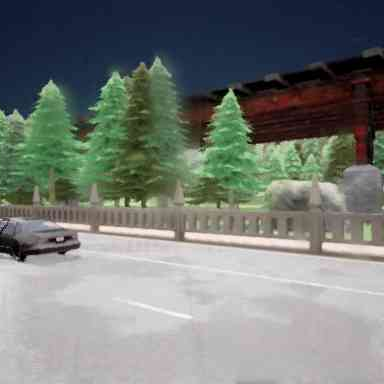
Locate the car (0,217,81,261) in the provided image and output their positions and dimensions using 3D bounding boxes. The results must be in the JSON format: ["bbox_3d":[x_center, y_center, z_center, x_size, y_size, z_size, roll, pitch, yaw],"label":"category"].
[{"bbox_3d":[-6.553,1.690,12.848,5.357,1.411,2.033,-1,0,36],"label":"car"}]
